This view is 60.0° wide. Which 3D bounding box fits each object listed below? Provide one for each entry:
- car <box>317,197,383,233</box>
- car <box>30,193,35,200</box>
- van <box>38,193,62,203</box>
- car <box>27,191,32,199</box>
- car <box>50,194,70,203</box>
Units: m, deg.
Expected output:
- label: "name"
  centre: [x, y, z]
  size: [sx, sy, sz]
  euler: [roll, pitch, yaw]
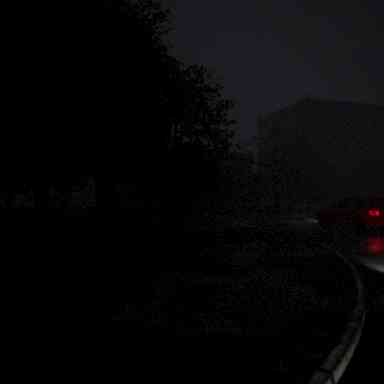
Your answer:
- label: "car"
  centre: [10.171, 1.341, 20.783]
  size: [2.150, 2.045, 5.566]
  euler: [0, 0, -14]
- label: "car"
  centre: [-34.449, 1.355, 78.006]
  size: [5.008, 1.535, 2.097]
  euler: [0, 0, -31]
- label: "van"
  centre: [-30.202, 1.221, 70.825]
  size: [4.442, 1.987, 1.878]
  euler: [0, 0, -31]
- label: "car"
  centre: [-37.244, 1.041, 82.660]
  size: [5.566, 2.045, 2.435]
  euler: [0, 0, -31]
- label: "car"
  centre: [-25.787, 1.531, 63.747]
  size: [4.792, 1.488, 2.163]
  euler: [0, 0, -31]
